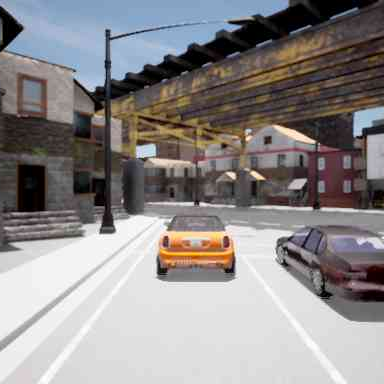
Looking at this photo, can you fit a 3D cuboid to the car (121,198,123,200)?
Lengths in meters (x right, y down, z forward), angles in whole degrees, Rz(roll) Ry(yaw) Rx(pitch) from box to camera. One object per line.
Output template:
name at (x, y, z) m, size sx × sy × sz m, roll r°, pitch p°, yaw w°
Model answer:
car at (-13.273, 1.475, 73.521) m, size 4.974 × 1.542 × 2.038 m, roll 0°, pitch 0°, yaw -15°

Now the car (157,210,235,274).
car at (0.133, 1.355, 10.686) m, size 2.097 × 1.767 × 4.553 m, roll 0°, pitch 0°, yaw 1°

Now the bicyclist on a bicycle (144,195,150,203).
bicyclist on a bicycle at (-8.467, 1.322, 61.749) m, size 1.656 × 1.620 × 0.582 m, roll 0°, pitch 0°, yaw -45°

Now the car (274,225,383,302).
car at (3.589, 1.550, 8.452) m, size 2.033 × 1.411 × 5.357 m, roll 0°, pitch 0°, yaw 0°
